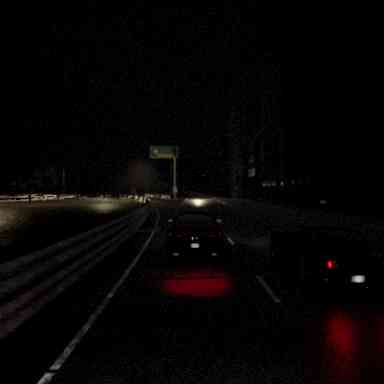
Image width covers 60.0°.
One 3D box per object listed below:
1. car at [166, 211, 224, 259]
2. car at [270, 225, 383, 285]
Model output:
[{"bbox_3d":[0.100,1.458,12.468,1.882,1.535,5.008,0,0,0],"label":"car"},{"bbox_3d":[3.595,1.587,9.392,1.895,1.301,4.718,0,0,0],"label":"car"}]
